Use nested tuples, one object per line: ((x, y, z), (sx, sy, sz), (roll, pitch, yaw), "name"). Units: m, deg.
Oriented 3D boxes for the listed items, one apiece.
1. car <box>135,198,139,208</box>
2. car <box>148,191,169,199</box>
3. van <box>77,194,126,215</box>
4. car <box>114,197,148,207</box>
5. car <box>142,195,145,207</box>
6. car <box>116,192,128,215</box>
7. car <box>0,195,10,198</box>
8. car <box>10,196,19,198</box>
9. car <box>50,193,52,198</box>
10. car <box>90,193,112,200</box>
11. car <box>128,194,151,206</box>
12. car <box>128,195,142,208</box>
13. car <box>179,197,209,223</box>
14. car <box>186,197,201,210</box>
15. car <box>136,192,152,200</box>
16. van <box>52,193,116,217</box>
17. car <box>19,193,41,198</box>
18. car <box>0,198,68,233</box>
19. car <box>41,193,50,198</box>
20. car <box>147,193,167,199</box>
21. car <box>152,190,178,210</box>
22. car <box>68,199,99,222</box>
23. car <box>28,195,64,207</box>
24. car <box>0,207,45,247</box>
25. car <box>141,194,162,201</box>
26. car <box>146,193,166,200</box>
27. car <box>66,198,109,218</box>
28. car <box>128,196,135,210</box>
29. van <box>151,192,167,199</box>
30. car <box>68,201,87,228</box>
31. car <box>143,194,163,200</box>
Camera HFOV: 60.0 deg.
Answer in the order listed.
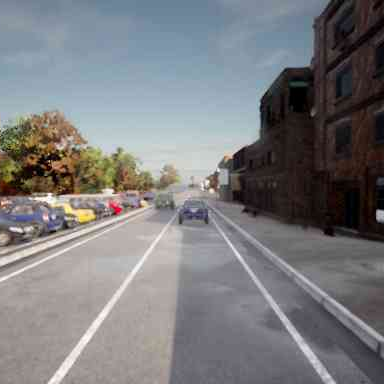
((-9.257, 1.492, 39.731), (4.792, 1.488, 2.163), (0, 0, 0), "car")
((-9.157, 0.882, 91.010), (5.566, 2.045, 2.435), (0, 0, 0), "car")
((-9.197, 1.248, 34.039), (4.442, 1.987, 1.878), (0, 0, 0), "van")
((-9.248, 1.481, 50.722), (4.674, 1.452, 2.002), (-1, 0, 1), "car")
((-9.288, 1.481, 45.297), (4.792, 1.488, 2.163), (0, 0, 0), "car")
((-9.298, 1.228, 31.381), (5.566, 2.045, 2.435), (0, 0, 0), "car")
((-22.421, 1.221, 34.096), (5.566, 2.045, 2.435), (0, 0, 0), "car")
((-22.348, 1.341, 37.006), (4.553, 1.767, 2.185), (0, 0, 0), "car")
((-22.354, 1.193, 48.146), (5.566, 2.045, 2.435), (0, 0, 0), "car")
((-21.817, 1.050, 79.766), (4.553, 1.767, 2.185), (0, 0, 0), "car")
((-9.060, 1.443, 48.079), (5.366, 1.575, 1.946), (0, 0, 0), "car")
((-9.275, 1.497, 42.514), (4.674, 1.452, 2.002), (0, 0, 0), "car")
((0.125, 1.319, 25.083), (2.097, 1.767, 4.553), (0, 0, 0), "car")
((0.148, 1.429, 43.045), (1.837, 1.490, 4.892), (0, 0, 0), "car")
((-9.341, 1.229, 74.057), (4.792, 1.488, 2.163), (0, 0, 0), "car")
((-9.222, 1.259, 28.597), (4.442, 1.987, 1.878), (0, 0, 0), "van")
((-22.384, 1.330, 42.451), (4.553, 1.767, 2.185), (0, 0, 0), "car")
((-9.361, 1.378, 17.464), (4.553, 1.767, 2.185), (0, 0, 0), "car")
((-22.371, 1.325, 45.236), (4.553, 1.767, 2.185), (0, 0, 0), "car")
((-9.211, 1.144, 88.185), (5.008, 1.535, 2.097), (0, 0, 0), "car")
((-3.292, 1.149, 41.504), (2.150, 2.045, 5.566), (0, 0, 0), "car")
((-9.551, 1.491, 23.032), (5.366, 1.575, 1.946), (0, 0, 0), "car")
((-22.281, 1.313, 50.931), (4.553, 1.767, 2.185), (0, 0, 0), "car")
((-9.409, 1.547, 14.681), (4.674, 1.452, 2.002), (0, 0, 0), "car")
((-9.293, 1.228, 76.883), (4.674, 1.452, 2.002), (0, 0, 0), "car")
((-9.222, 1.155, 85.360), (5.008, 1.535, 2.097), (0, 0, 0), "car")
((-9.346, 1.491, 25.814), (4.892, 1.521, 2.231), (0, 0, 0), "car")
((-9.293, 1.469, 36.947), (4.892, 1.521, 2.231), (0, 0, 0), "car")
((-9.280, 0.897, 93.836), (4.442, 1.987, 1.878), (0, 0, 0), "van")
((-9.386, 1.500, 20.248), (4.892, 1.521, 2.231), (0, 0, 0), "car")
((-9.272, 1.217, 79.709), (4.674, 1.452, 2.002), (0, 0, 0), "car")
